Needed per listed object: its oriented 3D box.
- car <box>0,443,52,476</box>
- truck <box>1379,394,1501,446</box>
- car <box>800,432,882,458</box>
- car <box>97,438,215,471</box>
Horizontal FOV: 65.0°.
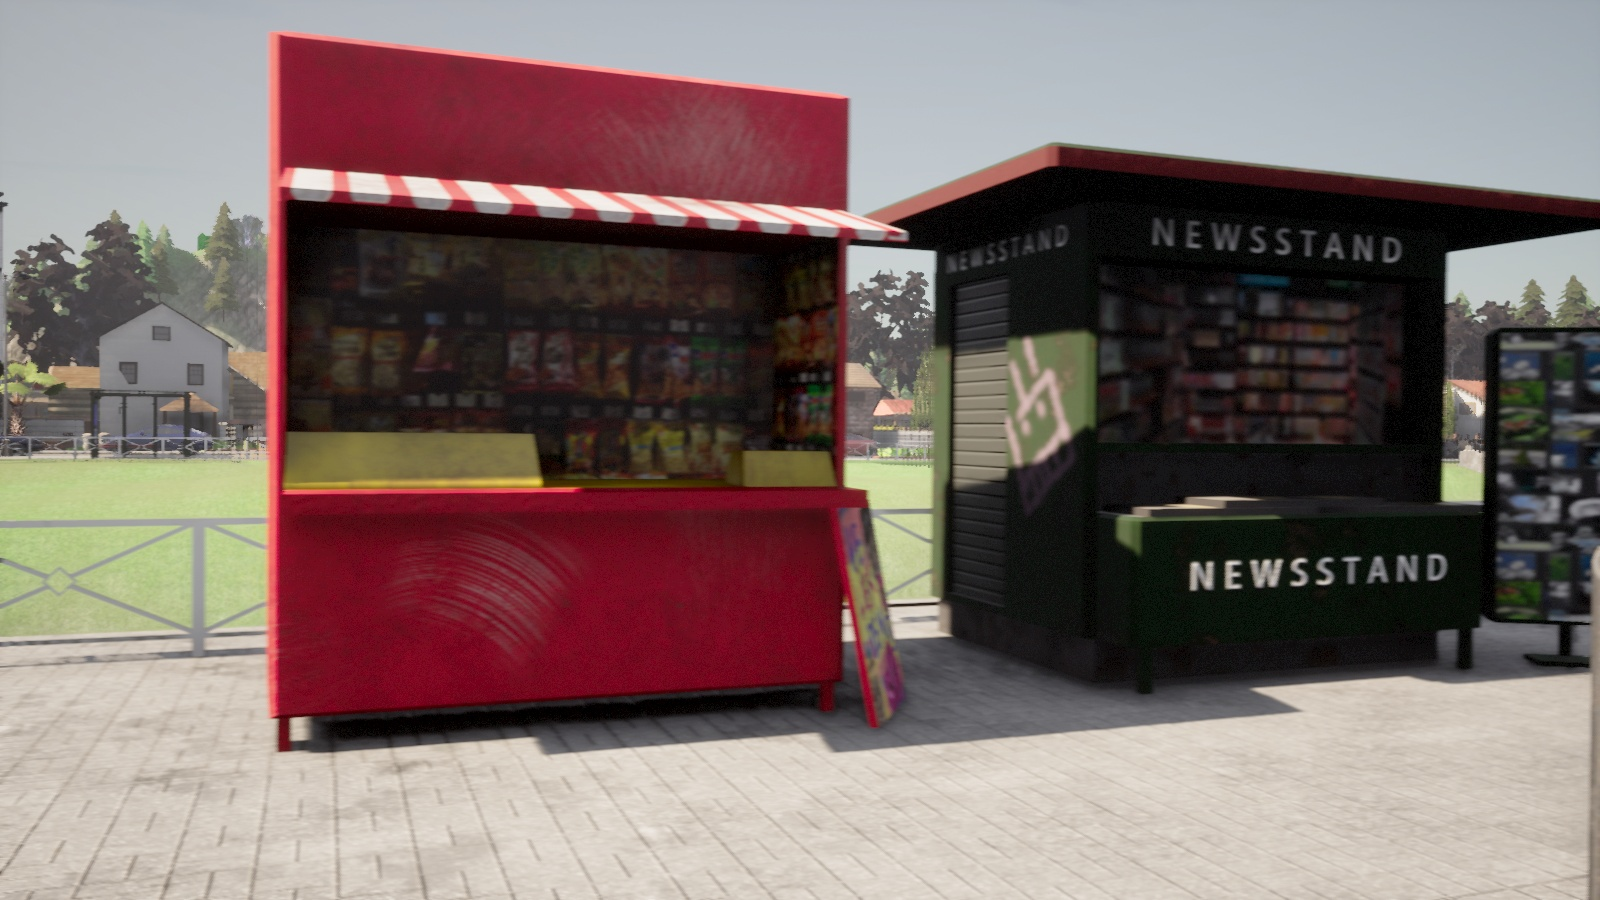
[{"bbox_3d":[-34.179,0.413,52.522,4.718,1.301,1.895,-1,1,-21],"label":"car"},{"bbox_3d":[44.115,-2.068,86.493,7.936,3.462,2.891,-1,1,-21],"label":"truck"},{"bbox_3d":[2.303,-0.312,70.641,4.181,1.385,1.994,-1,1,-21],"label":"car"},{"bbox_3d":[-29.881,0.196,58.431,4.674,1.442,1.812,-1,1,-21],"label":"car"}]
